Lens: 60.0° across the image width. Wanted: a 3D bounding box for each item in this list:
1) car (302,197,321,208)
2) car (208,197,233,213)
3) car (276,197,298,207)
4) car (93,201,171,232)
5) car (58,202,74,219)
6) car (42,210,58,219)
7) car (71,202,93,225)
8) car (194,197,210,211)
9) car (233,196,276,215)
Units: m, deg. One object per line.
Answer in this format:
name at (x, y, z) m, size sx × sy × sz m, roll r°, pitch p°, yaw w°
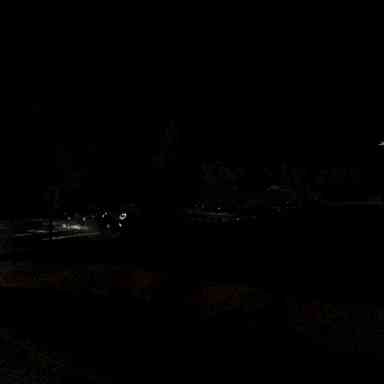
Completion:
car at (17.912, 1.531, 49.610) m, size 1.812 × 1.442 × 4.674 m, roll 0°, pitch 0°, yaw 36°
car at (4.009, 1.564, 36.617) m, size 1.994 × 1.385 × 4.181 m, roll 0°, pitch 0°, yaw 36°
car at (14.974, 1.515, 51.524) m, size 1.837 × 1.490 × 4.892 m, roll 0°, pitch 0°, yaw 36°
car at (-3.385, 1.352, 20.520) m, size 2.097 × 1.767 × 4.553 m, roll 0°, pitch 0°, yaw 36°
car at (-7.519, 1.547, 26.735) m, size 2.033 × 1.411 × 5.357 m, roll 0°, pitch 0°, yaw 36°
car at (-10.148, 1.547, 29.069) m, size 2.033 × 1.411 × 5.357 m, roll 0°, pitch 0°, yaw 36°
car at (-5.803, 1.564, 23.143) m, size 1.994 × 1.385 × 4.181 m, roll 0°, pitch 0°, yaw 36°
car at (2.788, 1.491, 40.882) m, size 2.128 × 1.511 × 4.902 m, roll 0°, pitch 0°, yaw 36°
car at (6.463, 1.477, 34.042) m, size 1.882 × 1.535 × 5.008 m, roll 0°, pitch 0°, yaw 36°
